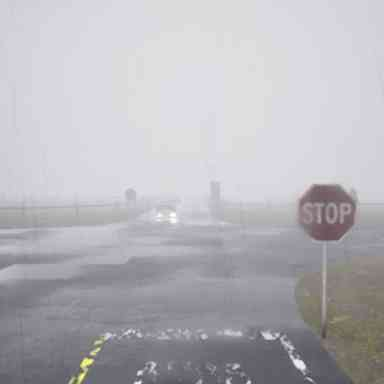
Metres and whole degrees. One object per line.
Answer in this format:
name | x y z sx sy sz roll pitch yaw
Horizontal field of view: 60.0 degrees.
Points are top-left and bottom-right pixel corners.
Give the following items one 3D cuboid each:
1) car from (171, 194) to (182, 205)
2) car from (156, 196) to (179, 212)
car | -2.609 1.124 52.383 1.882 1.535 5.008 0 1 0
car | -2.655 1.385 35.145 1.895 1.301 4.718 0 0 0
